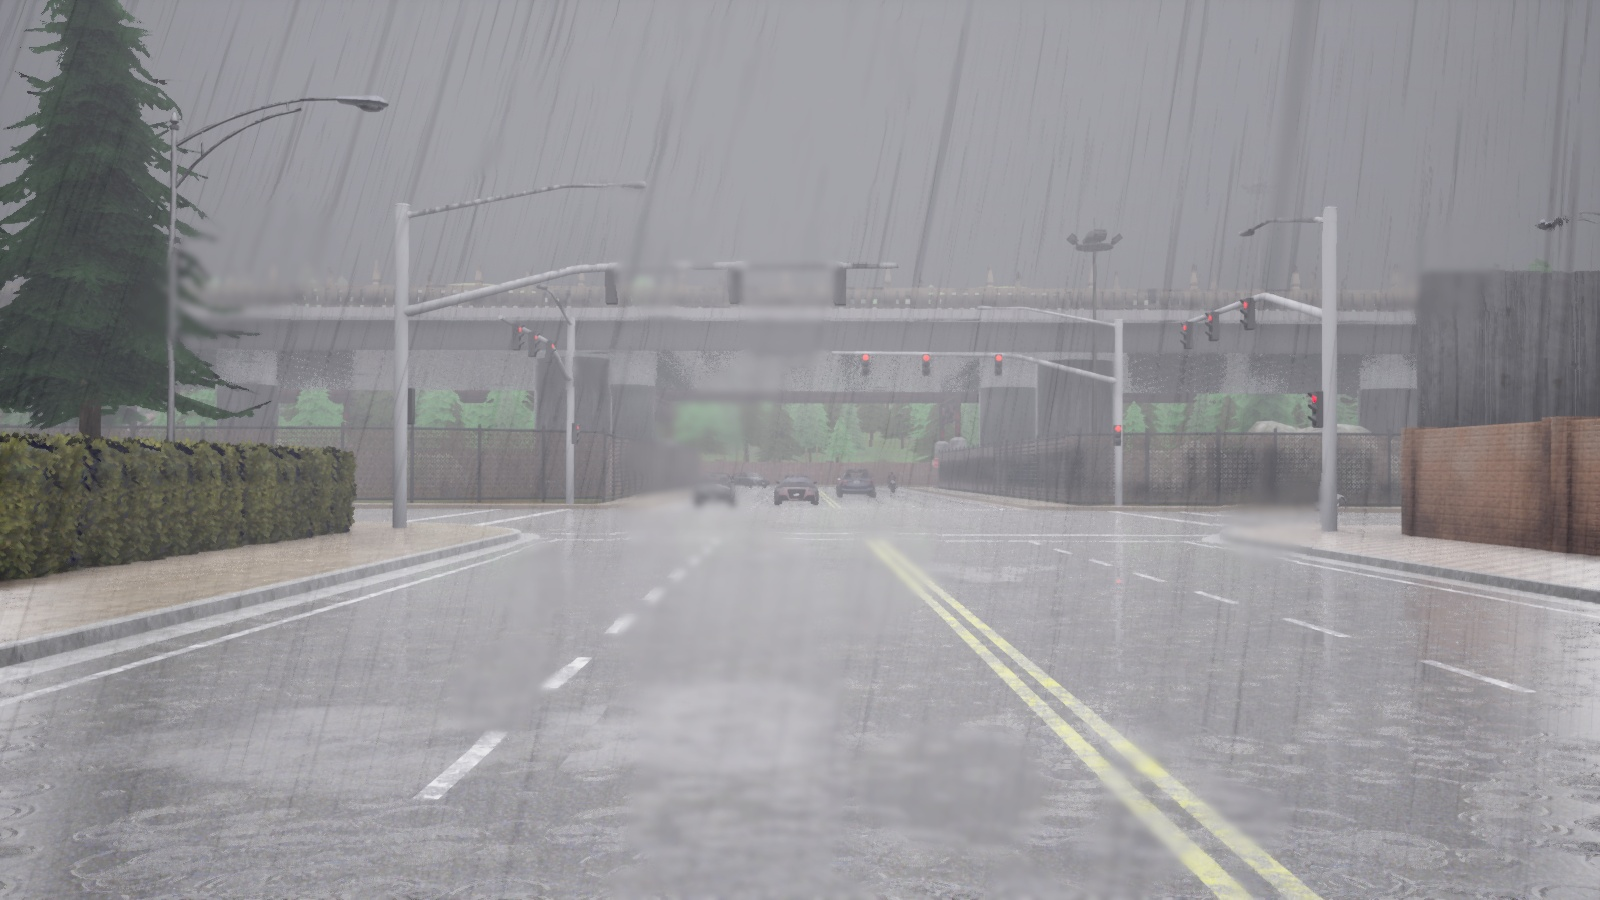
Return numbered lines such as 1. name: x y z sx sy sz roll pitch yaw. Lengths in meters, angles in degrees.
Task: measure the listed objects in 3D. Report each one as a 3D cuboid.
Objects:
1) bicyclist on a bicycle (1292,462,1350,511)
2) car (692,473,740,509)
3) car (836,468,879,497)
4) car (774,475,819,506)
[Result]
1. bicyclist on a bicycle: 18.956 1.319 45.688 1.843 1.776 0.659 0 -1 0
2. car: -3.637 1.758 54.662 1.816 1.474 4.193 0 -1 0
3. car: 3.317 1.875 73.371 2.242 1.667 4.611 0 -1 0
4. car: -0.141 1.850 57.948 1.994 1.385 4.181 0 -1 0
